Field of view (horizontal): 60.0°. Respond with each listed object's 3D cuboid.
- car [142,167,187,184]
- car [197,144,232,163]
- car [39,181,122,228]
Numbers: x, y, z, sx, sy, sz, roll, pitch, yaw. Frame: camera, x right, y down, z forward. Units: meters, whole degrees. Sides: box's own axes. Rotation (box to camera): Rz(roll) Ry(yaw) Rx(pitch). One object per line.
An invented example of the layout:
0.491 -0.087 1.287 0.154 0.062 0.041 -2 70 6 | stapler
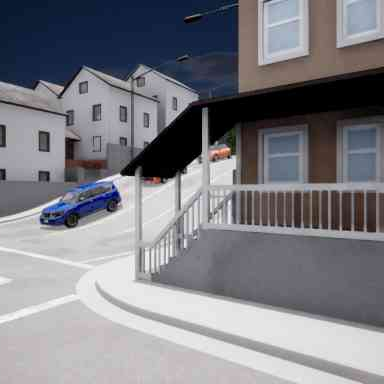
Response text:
-2.429 -2.002 28.712 2.097 1.767 4.553 0 18 35 | car
2.378 -4.222 35.660 2.097 1.767 4.553 0 11 35 | car
-7.147 0.727 21.784 2.150 2.045 5.566 0 14 34 | car
